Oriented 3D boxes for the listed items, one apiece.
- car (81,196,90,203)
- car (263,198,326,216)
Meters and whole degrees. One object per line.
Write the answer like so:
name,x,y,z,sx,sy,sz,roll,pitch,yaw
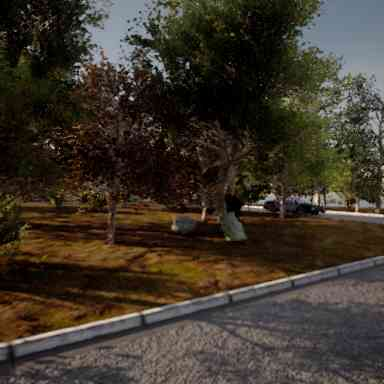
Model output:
car,-10.387,0.697,39.153,5.008,1.535,1.882,1,-1,-26
car,8.496,1.194,28.155,2.033,1.411,5.357,1,0,-35
